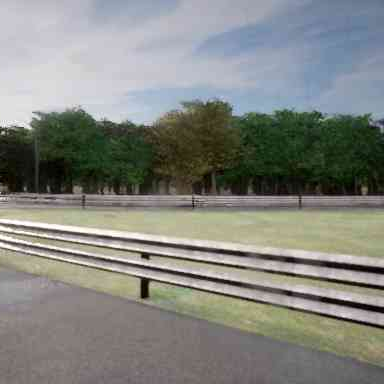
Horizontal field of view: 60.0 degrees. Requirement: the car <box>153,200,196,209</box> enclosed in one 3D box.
[{"bbox_3d":[-1.857,1.112,35.189,4.718,1.301,1.895,0,0,1],"label":"car"}]
